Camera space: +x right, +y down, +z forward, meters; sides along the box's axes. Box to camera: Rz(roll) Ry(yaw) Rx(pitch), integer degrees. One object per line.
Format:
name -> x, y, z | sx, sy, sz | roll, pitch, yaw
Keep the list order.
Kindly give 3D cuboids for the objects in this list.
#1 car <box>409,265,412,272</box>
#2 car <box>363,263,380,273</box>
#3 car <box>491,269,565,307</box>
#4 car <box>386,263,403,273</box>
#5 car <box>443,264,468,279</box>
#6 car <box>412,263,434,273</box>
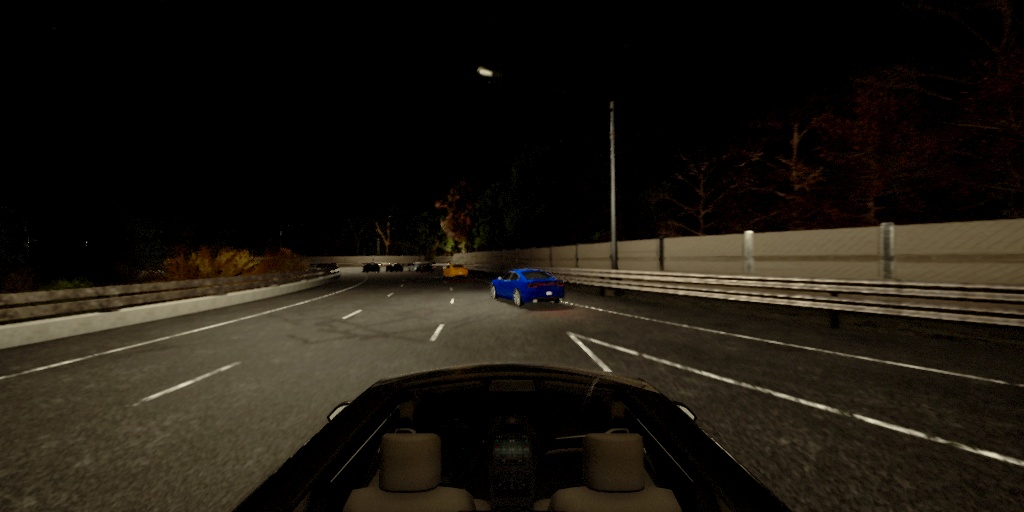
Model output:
car -> -15.533, 1.882, 58.990 | 1.812, 1.442, 4.674 | 0, -1, -33
car -> -21.891, 1.863, 55.804 | 1.882, 1.535, 5.008 | 0, -1, -33
car -> 0.550, 1.345, 16.429 | 1.882, 1.535, 5.008 | -1, 0, -22
car -> -18.886, 1.865, 57.598 | 2.128, 1.511, 4.902 | 0, -1, -33
car -> -5.963, 1.581, 37.637 | 1.882, 1.535, 5.008 | 0, -2, -21
car -> -13.203, 1.846, 54.429 | 2.033, 1.411, 5.357 | 0, -1, -26
